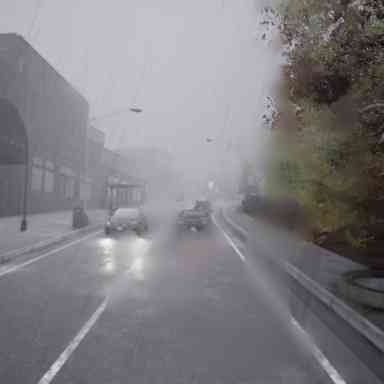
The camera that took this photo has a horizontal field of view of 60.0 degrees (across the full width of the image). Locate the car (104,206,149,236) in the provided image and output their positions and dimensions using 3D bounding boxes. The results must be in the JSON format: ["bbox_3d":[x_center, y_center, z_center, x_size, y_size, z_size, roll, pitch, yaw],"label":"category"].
[{"bbox_3d":[-3.560,1.548,18.832,1.812,1.442,4.674,0,0,0],"label":"car"}]

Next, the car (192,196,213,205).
[{"bbox_3d":[1.433,1.526,41.689,1.837,1.490,4.892,-1,0,7],"label":"car"}]

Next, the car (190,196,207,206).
[{"bbox_3d":[1.252,1.580,60.095,1.837,1.490,4.892,-2,0,15],"label":"car"}]

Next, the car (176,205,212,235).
[{"bbox_3d":[0.108,1.624,18.929,1.895,1.301,4.718,0,0,0],"label":"car"}]
